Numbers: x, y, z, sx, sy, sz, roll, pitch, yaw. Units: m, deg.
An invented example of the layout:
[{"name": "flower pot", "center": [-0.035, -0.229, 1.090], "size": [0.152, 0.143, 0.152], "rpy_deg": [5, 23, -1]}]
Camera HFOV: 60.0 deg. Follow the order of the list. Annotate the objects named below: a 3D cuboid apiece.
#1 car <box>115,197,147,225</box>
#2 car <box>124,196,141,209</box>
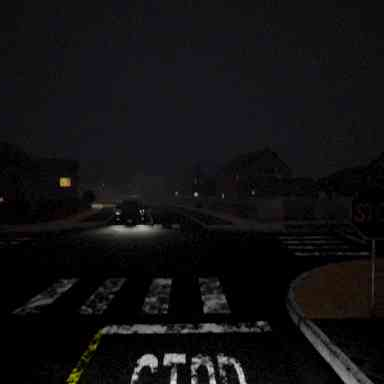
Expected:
[{"name": "car", "center": [-4.352, 1.348, 24.118], "size": [2.097, 1.767, 4.553], "rpy_deg": [0, 0, -7]}, {"name": "car", "center": [-8.302, 1.424, 46.192], "size": [2.097, 1.767, 4.553], "rpy_deg": [0, 0, -13]}]
